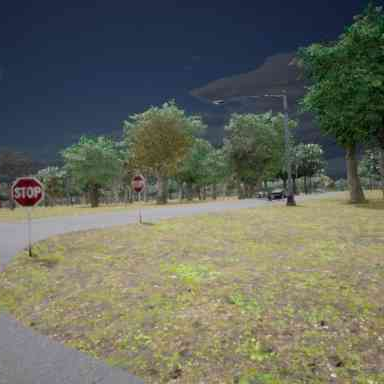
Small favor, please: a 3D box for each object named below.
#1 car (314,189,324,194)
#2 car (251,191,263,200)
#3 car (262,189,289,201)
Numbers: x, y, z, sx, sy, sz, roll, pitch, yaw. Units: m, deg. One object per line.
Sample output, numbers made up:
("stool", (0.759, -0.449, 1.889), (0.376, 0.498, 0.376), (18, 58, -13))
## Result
("car", (33.908, -0.215, 88.689), (2.033, 1.411, 5.357), (-4, -1, 34))
("car", (11.606, 0.596, 56.002), (1.812, 1.442, 4.674), (-4, -1, 35))
("car", (11.394, 0.367, 43.365), (1.882, 1.535, 5.008), (-4, -1, 35))
